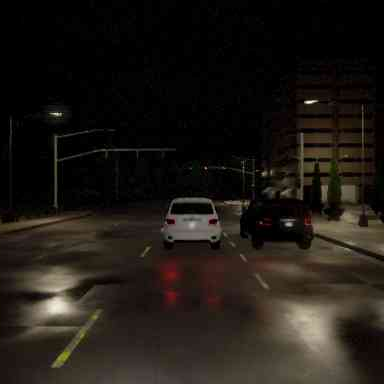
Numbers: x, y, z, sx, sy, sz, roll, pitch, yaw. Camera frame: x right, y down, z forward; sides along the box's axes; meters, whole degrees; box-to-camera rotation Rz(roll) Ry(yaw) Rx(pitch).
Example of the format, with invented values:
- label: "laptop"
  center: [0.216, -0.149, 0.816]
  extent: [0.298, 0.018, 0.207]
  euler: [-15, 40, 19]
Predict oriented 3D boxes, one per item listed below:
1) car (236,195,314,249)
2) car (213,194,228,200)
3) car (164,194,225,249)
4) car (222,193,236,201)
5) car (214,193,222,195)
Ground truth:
- label: "car"
  center: [3.500, 1.256, 14.680]
  extent: [2.150, 2.045, 5.566]
  euler: [0, 0, 0]
- label: "car"
  center: [8.120, 1.353, 94.124]
  extent: [2.097, 1.767, 4.553]
  euler: [0, 0, 42]
- label: "car"
  center: [0.000, 1.256, 14.680]
  extent: [2.150, 2.045, 5.566]
  euler: [0, 0, 0]
- label: "car"
  center: [10.688, 1.499, 86.466]
  extent: [2.033, 1.411, 5.357]
  euler: [0, 0, 38]
- label: "car"
  center: [7.818, 1.211, 88.485]
  extent: [2.150, 2.045, 5.566]
  euler: [0, 0, 38]
